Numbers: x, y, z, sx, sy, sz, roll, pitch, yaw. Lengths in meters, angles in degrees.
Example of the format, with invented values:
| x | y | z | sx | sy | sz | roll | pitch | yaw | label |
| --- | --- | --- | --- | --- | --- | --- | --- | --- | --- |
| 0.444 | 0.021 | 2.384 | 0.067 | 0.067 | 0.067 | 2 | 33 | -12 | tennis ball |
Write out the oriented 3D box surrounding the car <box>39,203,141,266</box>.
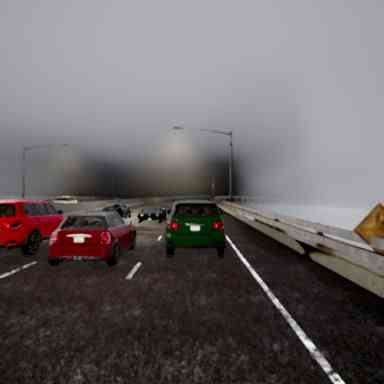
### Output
| x | y | z | sx | sy | sz | roll | pitch | yaw | label |
| --- | --- | --- | --- | --- | --- | --- | --- | --- | --- |
| -3.381 | 1.457 | 12.133 | 2.097 | 1.767 | 4.553 | 0 | 0 | 1 | car |

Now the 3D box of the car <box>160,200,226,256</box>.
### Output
| x | y | z | sx | sy | sz | roll | pitch | yaw | label |
| --- | --- | --- | --- | --- | --- | --- | --- | --- | --- |
| 0.135 | 1.335 | 13.729 | 2.150 | 2.045 | 5.566 | 0 | -1 | 1 | car |

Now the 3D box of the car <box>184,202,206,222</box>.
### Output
| x | y | z | sx | sy | sz | roll | pitch | yaw | label |
| --- | --- | --- | --- | --- | --- | --- | --- | --- | --- |
| 0.281 | 1.747 | 29.859 | 1.837 | 1.490 | 4.892 | 0 | 0 | 1 | car |

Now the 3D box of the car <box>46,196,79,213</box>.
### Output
| x | y | z | sx | sy | sz | roll | pitch | yaw | label |
| --- | --- | --- | --- | --- | --- | --- | --- | --- | --- |
| -17.188 | 1.576 | 44.429 | 2.150 | 2.045 | 5.566 | 0 | 0 | 1 | car |

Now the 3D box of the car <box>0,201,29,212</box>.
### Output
| x | y | z | sx | sy | sz | roll | pitch | yaw | label |
| --- | --- | --- | --- | --- | --- | --- | --- | --- | --- |
| -24.174 | 1.960 | 44.975 | 1.895 | 1.301 | 4.718 | 0 | 0 | 1 | car |

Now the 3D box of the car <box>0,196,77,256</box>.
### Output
| x | y | z | sx | sy | sz | roll | pitch | yaw | label |
| --- | --- | --- | --- | --- | --- | --- | --- | --- | --- |
| -6.864 | 1.335 | 13.786 | 2.150 | 2.045 | 5.566 | 0 | -1 | 1 | car |

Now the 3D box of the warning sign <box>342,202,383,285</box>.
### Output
| x | y | z | sx | sy | sz | roll | pitch | yaw | label |
| --- | --- | --- | --- | --- | --- | --- | --- | --- | --- |
| 4.553 | 1.185 | 8.078 | 1.300 | 1.860 | 1.060 | -1 | -1 | 0 | warning sign |

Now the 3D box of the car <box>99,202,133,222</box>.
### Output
| x | y | z | sx | sy | sz | roll | pitch | yaw | label |
| --- | --- | --- | --- | --- | --- | --- | --- | --- | --- |
| -6.718 | 1.748 | 29.923 | 1.837 | 1.490 | 4.892 | 0 | 0 | 1 | car |

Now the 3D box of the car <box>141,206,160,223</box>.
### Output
| x | y | z | sx | sy | sz | roll | pitch | yaw | label |
| --- | --- | --- | --- | --- | --- | --- | --- | --- | --- |
| -3.246 | 1.829 | 27.972 | 1.895 | 1.301 | 4.718 | 0 | 0 | 1 | car |

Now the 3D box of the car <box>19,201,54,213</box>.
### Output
| x | y | z | sx | sy | sz | roll | pitch | yaw | label |
| --- | --- | --- | --- | --- | --- | --- | --- | --- | --- |
| -20.688 | 1.903 | 44.598 | 2.033 | 1.411 | 5.357 | 0 | 0 | 1 | car |
